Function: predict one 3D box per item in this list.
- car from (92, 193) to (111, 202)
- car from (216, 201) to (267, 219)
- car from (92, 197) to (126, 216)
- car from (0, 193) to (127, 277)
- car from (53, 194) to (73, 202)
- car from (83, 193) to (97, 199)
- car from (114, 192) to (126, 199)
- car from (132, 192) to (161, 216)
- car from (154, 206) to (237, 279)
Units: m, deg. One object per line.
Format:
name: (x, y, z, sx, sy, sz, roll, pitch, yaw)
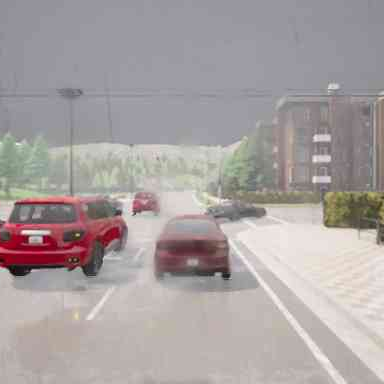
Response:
car: (-16.777, 1.017, 61.929, 2.128, 1.511, 4.902, 0, 0, 0)
car: (3.362, 1.345, 24.657, 5.357, 1.411, 2.033, -1, 0, -43)
car: (-7.549, 1.253, 30.787, 2.128, 1.511, 4.902, 0, 0, -2)
car: (-3.495, 1.143, 10.135, 2.150, 2.045, 5.566, 0, 0, 0)
car: (-23.766, 1.060, 61.508, 1.812, 1.442, 4.674, 0, 1, 0)
car: (-23.875, 0.928, 77.835, 1.812, 1.442, 4.674, 0, 0, 0)
car: (-16.877, 0.871, 78.206, 1.882, 1.535, 5.008, 0, 0, 0)
car: (-3.995, 0.987, 29.833, 2.150, 2.045, 5.566, 0, 1, -2)
car: (0.006, 1.398, 9.843, 1.882, 1.535, 5.008, 0, 0, 0)
